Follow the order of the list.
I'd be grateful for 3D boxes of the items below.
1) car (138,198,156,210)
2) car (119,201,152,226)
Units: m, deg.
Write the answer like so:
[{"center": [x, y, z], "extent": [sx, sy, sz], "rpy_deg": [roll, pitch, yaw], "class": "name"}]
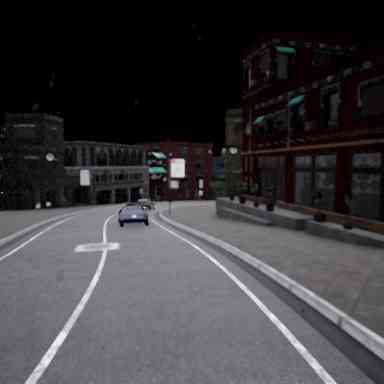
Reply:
[{"center": [-5.745, 1.557, 41.549], "extent": [1.837, 1.490, 4.892], "rpy_deg": [0, 0, 3], "class": "car"}, {"center": [-4.185, 1.565, 23.670], "extent": [1.994, 1.385, 4.181], "rpy_deg": [-1, 0, -12], "class": "car"}]
